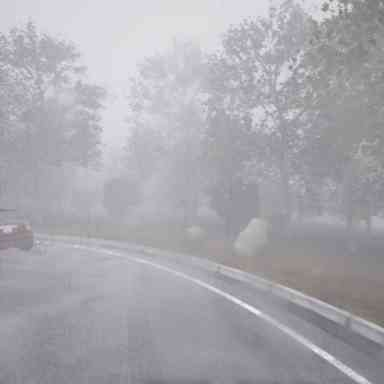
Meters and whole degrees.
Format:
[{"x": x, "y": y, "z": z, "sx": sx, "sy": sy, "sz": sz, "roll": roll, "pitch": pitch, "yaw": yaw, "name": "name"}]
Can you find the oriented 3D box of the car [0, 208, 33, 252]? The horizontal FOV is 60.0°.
[{"x": -8.154, "y": 1.382, "z": 12.664, "sx": 4.553, "sy": 1.767, "sz": 2.097, "roll": -1, "pitch": 1, "yaw": 33, "name": "car"}]
